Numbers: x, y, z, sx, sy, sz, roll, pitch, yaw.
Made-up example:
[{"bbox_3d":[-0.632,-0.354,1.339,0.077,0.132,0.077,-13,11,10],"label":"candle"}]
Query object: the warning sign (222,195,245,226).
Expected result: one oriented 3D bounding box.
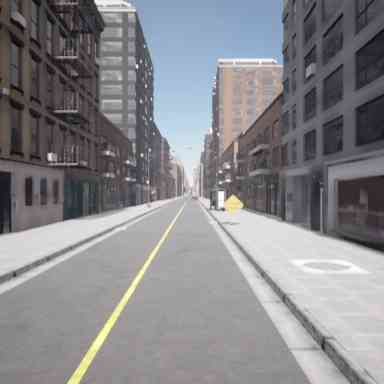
[{"bbox_3d":[2.519,1.100,20.417,1.300,1.860,1.060,0,0,0],"label":"warning sign"}]
